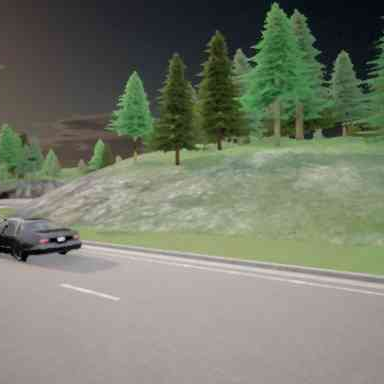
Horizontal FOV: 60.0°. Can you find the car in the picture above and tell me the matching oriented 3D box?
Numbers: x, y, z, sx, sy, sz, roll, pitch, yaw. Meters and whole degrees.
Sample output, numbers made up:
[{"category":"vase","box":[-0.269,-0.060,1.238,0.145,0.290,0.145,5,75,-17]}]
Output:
[{"category":"car","box":[-6.503,1.686,12.826,5.357,1.411,2.033,-1,0,36]}]
